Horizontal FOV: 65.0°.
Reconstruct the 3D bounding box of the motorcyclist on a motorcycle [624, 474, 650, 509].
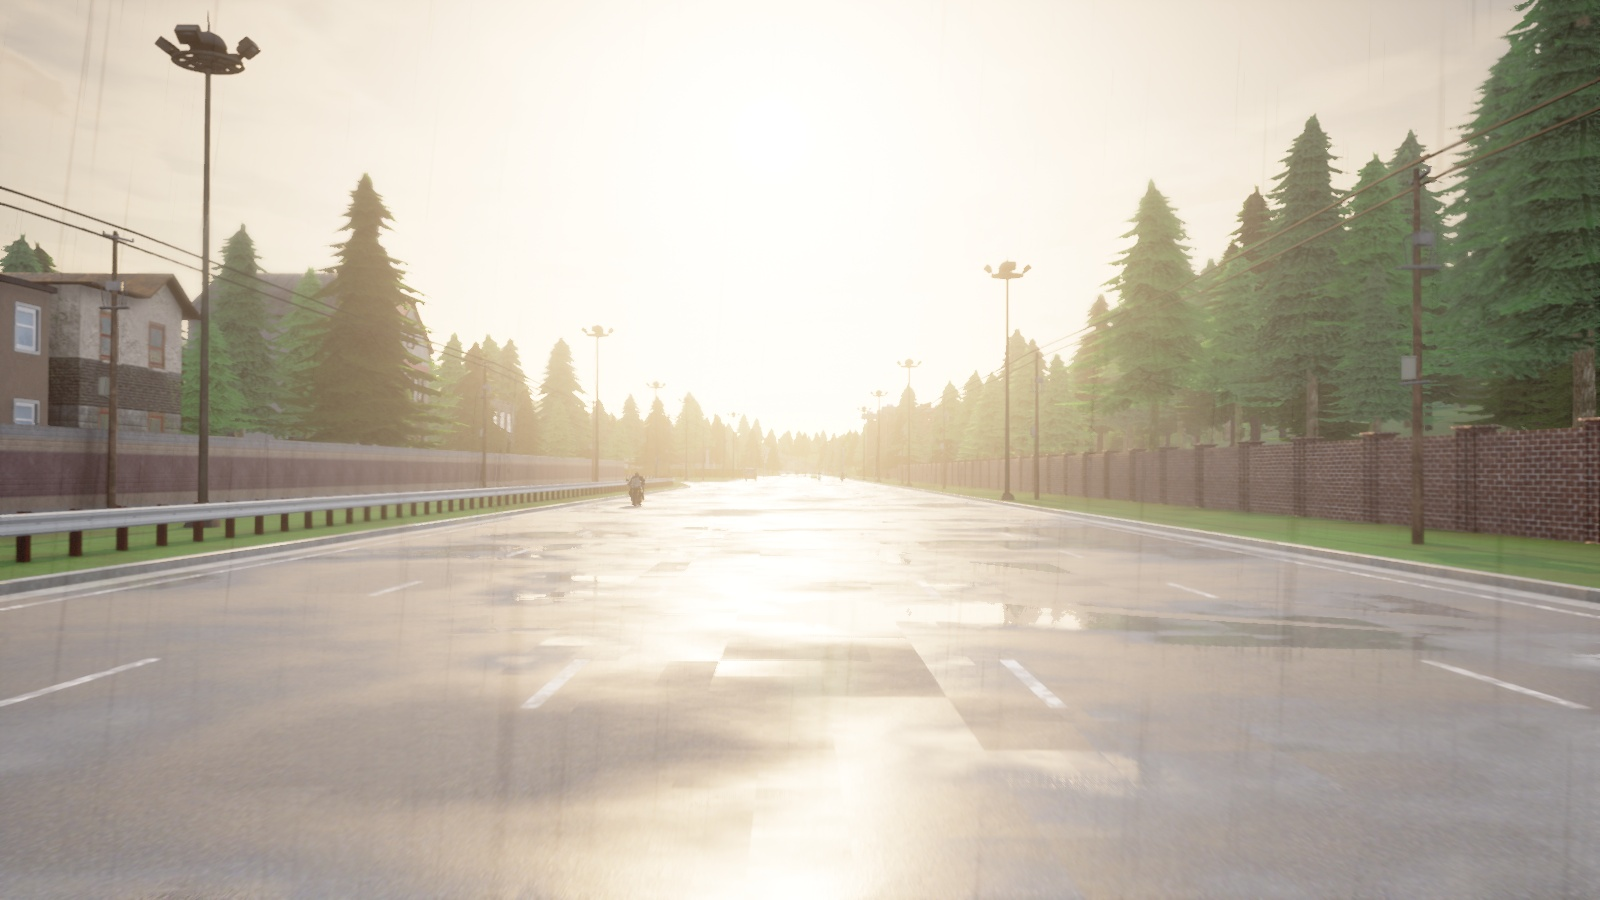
[{"bbox_3d":[-7.132,1.800,55.082,0.866,1.530,2.191,0,-1,0],"label":"motorcyclist on a motorcycle"}]
